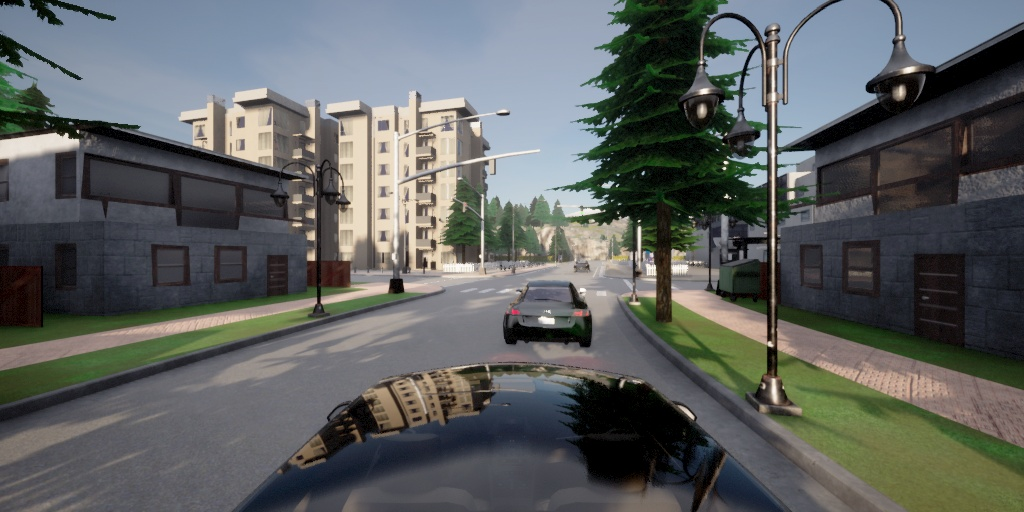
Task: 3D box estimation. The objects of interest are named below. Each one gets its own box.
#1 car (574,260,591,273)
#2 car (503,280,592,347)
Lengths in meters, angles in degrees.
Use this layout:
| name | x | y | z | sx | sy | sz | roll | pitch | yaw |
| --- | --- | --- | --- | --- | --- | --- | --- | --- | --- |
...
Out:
| name | x | y | z | sx | sy | sz | roll | pitch | yaw |
| --- | --- | --- | --- | --- | --- | --- | --- | --- | --- |
| car | 8.793 | 1.275 | 44.941 | 2.128 | 1.511 | 4.902 | 0 | 0 | 14 |
| car | 1.007 | 1.314 | 9.410 | 1.994 | 1.385 | 4.181 | 0 | 0 | 8 |
